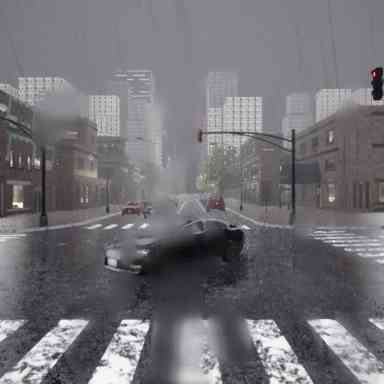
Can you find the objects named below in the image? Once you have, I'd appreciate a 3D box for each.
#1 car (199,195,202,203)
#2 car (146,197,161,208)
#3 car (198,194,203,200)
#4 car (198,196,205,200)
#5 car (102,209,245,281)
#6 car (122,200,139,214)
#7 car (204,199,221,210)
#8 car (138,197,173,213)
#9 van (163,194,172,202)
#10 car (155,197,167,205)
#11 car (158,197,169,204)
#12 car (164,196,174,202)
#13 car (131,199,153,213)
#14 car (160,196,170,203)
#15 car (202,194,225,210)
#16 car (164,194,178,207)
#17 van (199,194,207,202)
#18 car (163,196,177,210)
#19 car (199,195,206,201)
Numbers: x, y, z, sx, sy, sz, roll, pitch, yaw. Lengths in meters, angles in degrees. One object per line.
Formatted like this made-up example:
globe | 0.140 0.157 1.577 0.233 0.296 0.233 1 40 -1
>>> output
car | 2.688 1.603 55.120 1.947 1.339 4.313 0 0 0
car | -5.692 1.555 49.423 1.752 1.417 4.829 0 0 0
car | 2.687 1.596 60.645 2.008 1.369 4.403 0 0 0
car | 2.686 1.693 93.796 1.802 1.307 4.206 0 0 0
car | -0.324 1.493 10.092 2.128 1.511 4.902 -1 0 43
car | -5.779 1.558 33.021 1.887 1.381 4.507 0 0 0
car | 2.688 1.590 44.069 1.947 1.339 4.313 0 0 0
car | -3.100 1.502 29.539 2.128 1.511 4.902 0 0 0
van | -5.693 1.415 77.220 1.690 1.788 3.998 0 0 0
car | -5.693 1.627 60.644 1.802 1.307 4.206 0 0 0
car | -5.693 1.636 66.169 1.802 1.307 4.206 0 0 0
car | -5.694 1.637 82.745 2.008 1.369 4.403 0 0 0
car | -5.691 1.584 38.542 1.947 1.339 4.313 0 0 0
car | -5.693 1.589 71.524 1.752 1.417 4.829 0 0 0
car | 2.689 1.333 38.543 2.192 1.841 5.009 0 0 0
car | -3.090 1.524 50.744 2.128 1.511 4.902 0 0 0
van | 2.686 1.427 82.746 1.690 1.788 3.998 0 0 0
car | -3.097 1.524 39.715 1.837 1.490 4.892 0 0 0
car | 2.686 1.624 88.441 1.752 1.417 4.829 0 0 0
